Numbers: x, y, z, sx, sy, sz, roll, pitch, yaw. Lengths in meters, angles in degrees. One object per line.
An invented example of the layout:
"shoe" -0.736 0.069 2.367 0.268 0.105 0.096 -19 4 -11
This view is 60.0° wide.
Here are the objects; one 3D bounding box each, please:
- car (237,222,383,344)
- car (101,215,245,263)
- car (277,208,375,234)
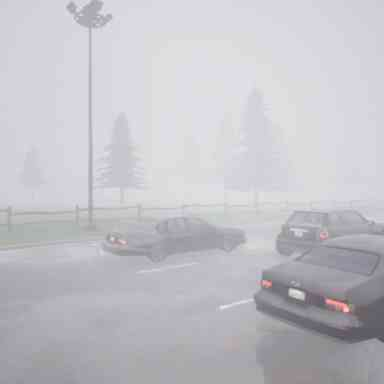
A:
"car" 3.579 1.536 6.322 5.357 1.411 2.033 0 0 -35
"car" -0.476 1.535 12.028 5.357 1.411 2.033 0 0 -35
"car" 5.082 1.333 11.685 4.553 1.767 2.097 0 0 -35
